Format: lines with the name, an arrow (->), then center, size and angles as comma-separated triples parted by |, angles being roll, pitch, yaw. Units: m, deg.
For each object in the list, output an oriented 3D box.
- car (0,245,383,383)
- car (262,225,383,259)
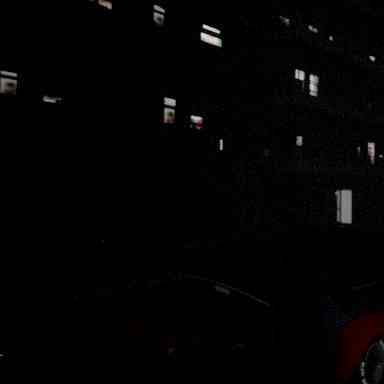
car -> 0.434, 1.615, 3.694 | 4.718, 1.301, 1.895 | 0, 0, -36
car -> 3.673, 1.614, 9.199 | 4.313, 1.339, 1.947 | 0, 0, -36
